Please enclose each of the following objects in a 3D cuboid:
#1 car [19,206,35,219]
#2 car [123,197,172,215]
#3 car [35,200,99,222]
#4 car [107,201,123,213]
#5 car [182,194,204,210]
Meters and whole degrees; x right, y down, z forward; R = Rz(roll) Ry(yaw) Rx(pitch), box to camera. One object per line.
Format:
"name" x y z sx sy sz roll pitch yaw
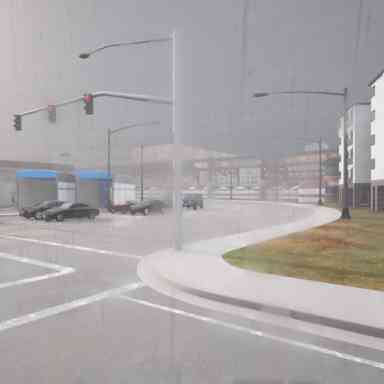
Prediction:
"car" -12.285 1.505 28.756 1.837 1.490 4.892 0 0 36
"car" -4.445 1.505 34.018 1.837 1.490 4.892 0 0 30
"car" -9.576 1.526 26.531 1.812 1.442 4.674 0 0 36
"car" -7.054 1.601 36.365 1.895 1.301 4.718 0 0 30
"car" -0.018 1.221 43.732 2.150 2.045 5.566 0 0 16
